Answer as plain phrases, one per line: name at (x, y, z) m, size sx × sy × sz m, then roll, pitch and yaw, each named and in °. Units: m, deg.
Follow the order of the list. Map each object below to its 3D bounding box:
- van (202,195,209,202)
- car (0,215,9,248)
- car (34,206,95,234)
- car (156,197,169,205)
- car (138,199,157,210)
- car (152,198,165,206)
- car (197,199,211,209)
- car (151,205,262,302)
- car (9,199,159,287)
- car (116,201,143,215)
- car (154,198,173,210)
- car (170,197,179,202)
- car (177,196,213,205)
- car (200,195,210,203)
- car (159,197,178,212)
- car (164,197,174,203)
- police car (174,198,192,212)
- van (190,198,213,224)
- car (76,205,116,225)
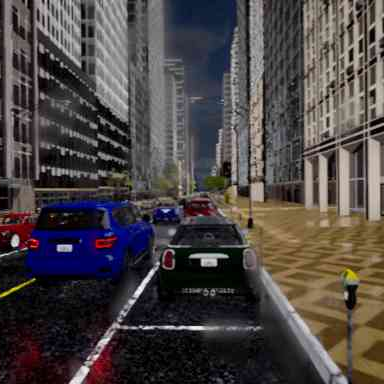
van at (3.353, 1.608, 83.034) m, size 1.690 × 1.788 × 3.998 m, roll -1°, pitch 0°, yaw 3°
car at (-8.091, 1.679, 15.277) m, size 1.887 × 1.381 × 4.507 m, roll -1°, pitch 0°, yaw 3°
car at (-7.835, 1.703, 20.955) m, size 2.008 × 1.369 × 4.403 m, roll -1°, pitch 0°, yaw 3°
car at (-5.786, 1.736, 66.378) m, size 1.967 × 1.590 × 4.097 m, roll -1°, pitch 0°, yaw 3°
car at (-6.553, 1.793, 49.344) m, size 2.008 × 1.369 × 4.403 m, roll -1°, pitch 0°, yaw 3°
car at (-6.040, 1.860, 60.699) m, size 1.802 × 1.307 × 4.206 m, roll -1°, pitch 0°, yaw 3°
car at (1.819, 1.712, 48.966) m, size 2.008 × 1.369 × 4.403 m, roll -1°, pitch 0°, yaw 3°
car at (0.421, 1.380, 8.520) m, size 2.097 × 1.767 × 4.553 m, roll -1°, pitch 0°, yaw 3°
car at (-2.546, 1.281, 9.656) m, size 2.150 × 2.045 × 5.566 m, roll -1°, pitch 0°, yaw 3°
car at (-7.066, 1.758, 37.988) m, size 2.008 × 1.369 × 4.403 m, roll -1°, pitch 0°, yaw 3°
car at (-3.963, 1.689, 47.016) m, size 1.882 × 1.535 × 5.008 m, roll -1°, pitch 0°, yaw 3°
car at (-4.758, 1.932, 89.089) m, size 1.947 × 1.339 × 4.313 m, roll -1°, pitch 0°, yaw 3°
car at (0.532, 1.385, 20.578) m, size 2.192 × 1.841 × 5.009 m, roll -1°, pitch 0°, yaw 3°
car at (3.096, 1.565, 77.357) m, size 2.192 × 1.841 × 5.009 m, roll -1°, pitch 0°, yaw 3°
car at (-1.792, 1.466, 26.314) m, size 2.097 × 1.767 × 4.553 m, roll -1°, pitch 0°, yaw 3°
car at (-5.279, 1.856, 77.564) m, size 1.752 × 1.417 × 4.829 m, roll -1°, pitch 0°, yaw 3°
police car at (-1.108, 1.594, 43.597) m, size 1.930 × 1.638 × 5.238 m, roll -1°, pitch 0°, yaw 3°
van at (0.789, 1.430, 26.256) m, size 1.690 × 1.788 × 3.998 m, roll -1°, pitch 0°, yaw 3°
car at (-7.578, 1.752, 26.633) m, size 1.802 × 1.307 × 4.206 m, roll -1°, pitch 0°, yaw 3°
